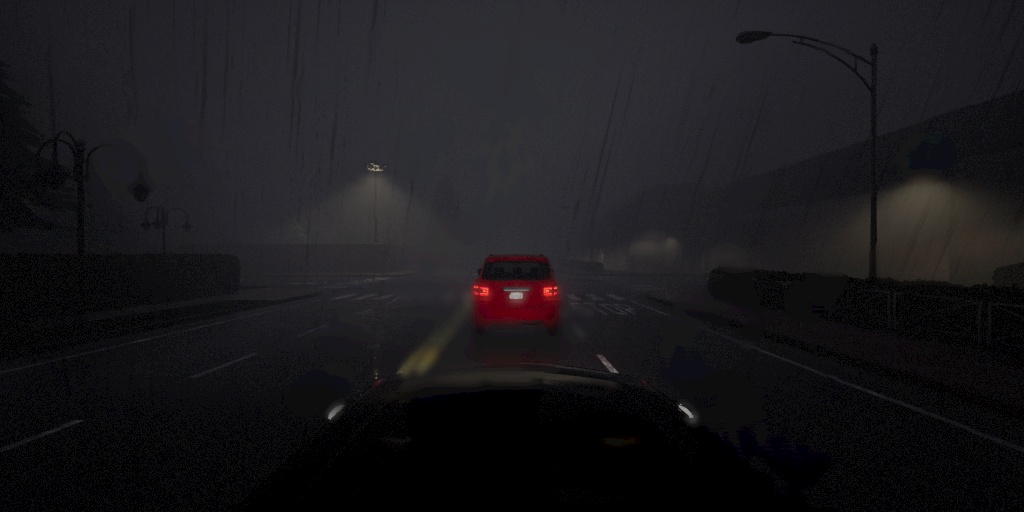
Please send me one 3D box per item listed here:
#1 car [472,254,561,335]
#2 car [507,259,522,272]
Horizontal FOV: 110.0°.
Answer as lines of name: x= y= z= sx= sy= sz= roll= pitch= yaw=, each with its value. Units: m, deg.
car: x=0.118 y=0.971 z=10.613 sx=2.150 sy=2.045 sz=5.566 roll=0 pitch=0 yaw=0
car: x=0.354 y=1.228 z=46.390 sx=1.882 sy=1.535 sz=5.008 roll=0 pitch=0 yaw=1
